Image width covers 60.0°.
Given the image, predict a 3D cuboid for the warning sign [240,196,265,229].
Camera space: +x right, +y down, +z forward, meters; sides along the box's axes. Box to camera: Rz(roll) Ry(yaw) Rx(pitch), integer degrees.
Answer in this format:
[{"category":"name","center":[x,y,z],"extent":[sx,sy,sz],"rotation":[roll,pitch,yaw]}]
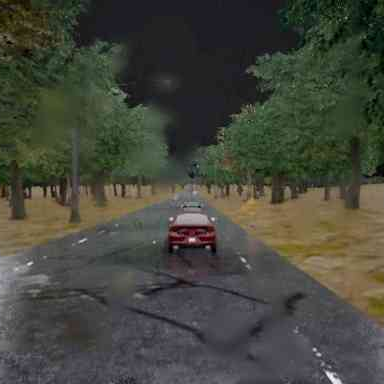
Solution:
[{"category":"warning sign","center":[3.562,1.204,19.792],"extent":[1.300,1.860,1.060],"rotation":[0,0,0]}]

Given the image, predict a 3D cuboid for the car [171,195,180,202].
[{"category":"car","center":[-3.478,1.315,71.751],"extent":[2.128,1.511,4.902],"rotation":[0,1,0]}]

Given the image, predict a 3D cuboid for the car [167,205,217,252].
[{"category":"car","center":[0.012,1.560,14.453],"extent":[1.882,1.535,5.008],"rotation":[0,0,0]}]

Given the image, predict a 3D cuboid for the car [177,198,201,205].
[{"category":"car","center":[0.014,1.550,29.272],"extent":[2.128,1.511,4.902],"rotation":[0,0,0]}]
